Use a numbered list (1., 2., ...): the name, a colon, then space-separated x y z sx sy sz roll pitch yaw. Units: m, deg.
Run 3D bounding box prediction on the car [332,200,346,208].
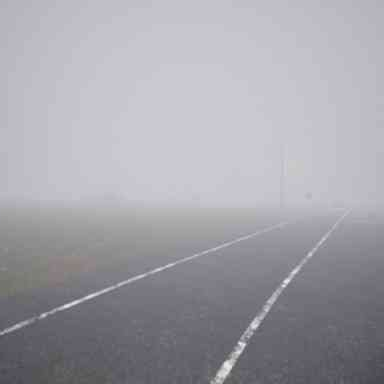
1. car: 24.890 1.973 56.118 1.994 1.385 4.181 1 0 28
